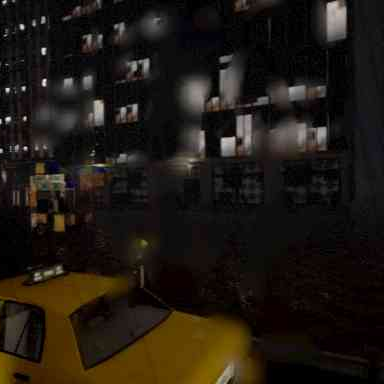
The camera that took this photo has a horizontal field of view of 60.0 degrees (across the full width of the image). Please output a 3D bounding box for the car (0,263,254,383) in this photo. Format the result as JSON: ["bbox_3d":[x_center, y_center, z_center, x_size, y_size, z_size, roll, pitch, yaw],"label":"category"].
[{"bbox_3d":[-1.800,1.514,3.745,4.829,1.417,1.752,-1,1,27],"label":"car"}]
